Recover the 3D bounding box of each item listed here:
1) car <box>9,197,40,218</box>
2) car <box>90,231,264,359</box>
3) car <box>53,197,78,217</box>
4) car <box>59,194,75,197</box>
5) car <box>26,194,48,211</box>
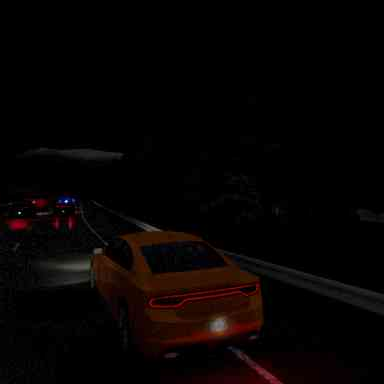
[{"bbox_3d":[-15.245,1.505,30.105,1.837,1.490,4.892,0,0,-20],"label":"car"},{"bbox_3d":[-0.709,1.478,6.309,1.882,1.535,5.008,0,0,-25],"label":"car"},{"bbox_3d":[-12.074,1.492,31.505,2.128,1.511,4.902,0,0,-19],"label":"car"},{"bbox_3d":[-15.531,1.221,41.392,2.150,2.045,5.566,0,0,-19],"label":"car"},{"bbox_3d":[-18.691,1.221,39.986,2.150,2.045,5.566,0,0,-19],"label":"car"}]
